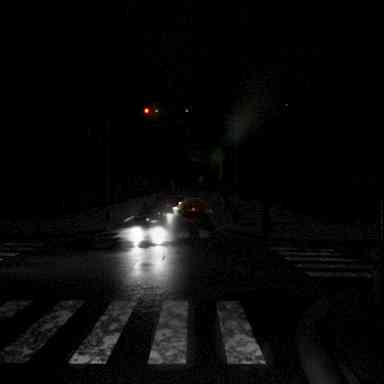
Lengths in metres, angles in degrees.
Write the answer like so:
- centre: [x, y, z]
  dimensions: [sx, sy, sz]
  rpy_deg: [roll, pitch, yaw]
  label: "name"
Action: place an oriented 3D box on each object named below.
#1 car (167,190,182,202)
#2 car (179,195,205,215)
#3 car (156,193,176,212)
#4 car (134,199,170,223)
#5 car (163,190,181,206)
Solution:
- centre: [-2.824, 0.637, 54.060]
  dimensions: [2.097, 1.767, 4.553]
  rpy_deg: [0, 1, 0]
  label: "car"
- centre: [0.106, 1.207, 29.793]
  dimensions: [1.882, 1.535, 5.008]
  rpy_deg: [0, 1, 0]
  label: "car"
- centre: [-2.867, 1.179, 33.321]
  dimensions: [1.837, 1.490, 4.892]
  rpy_deg: [0, 1, 0]
  label: "car"
- centre: [-2.863, 1.425, 23.674]
  dimensions: [1.895, 1.301, 4.718]
  rpy_deg: [0, 1, 0]
  label: "car"
- centre: [-2.863, 0.714, 43.762]
  dimensions: [2.150, 2.045, 5.566]
  rpy_deg: [0, 1, 0]
  label: "car"
